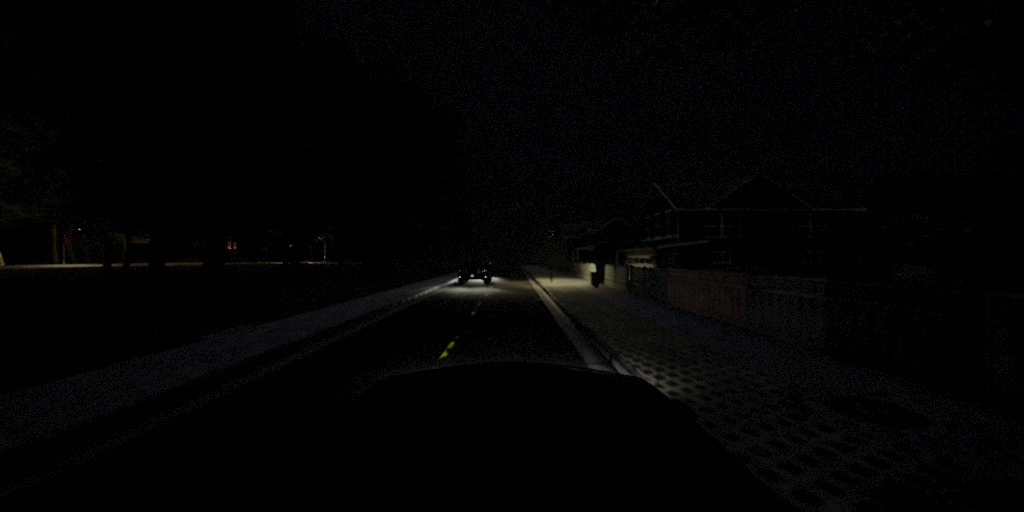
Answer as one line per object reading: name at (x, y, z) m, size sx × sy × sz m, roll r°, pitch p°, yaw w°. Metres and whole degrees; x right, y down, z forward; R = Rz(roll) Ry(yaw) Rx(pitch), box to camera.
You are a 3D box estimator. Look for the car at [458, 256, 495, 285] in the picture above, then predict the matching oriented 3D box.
car at (-2.722, 1.022, 27.445) m, size 2.150 × 2.045 × 5.566 m, roll 0°, pitch 0°, yaw 0°
